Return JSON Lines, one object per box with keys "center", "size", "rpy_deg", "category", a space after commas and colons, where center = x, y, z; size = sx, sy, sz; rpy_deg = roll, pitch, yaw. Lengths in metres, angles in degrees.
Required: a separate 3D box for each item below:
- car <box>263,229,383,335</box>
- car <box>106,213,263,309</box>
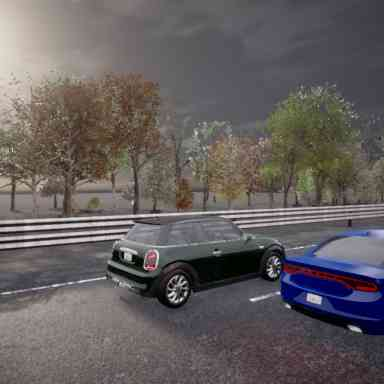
{"center": [3.878, 1.478, 6.509], "size": [5.008, 1.535, 1.882], "rpy_deg": [0, 0, -35], "category": "car"}
{"center": [0.321, 1.352, 8.195], "size": [4.553, 1.767, 2.097], "rpy_deg": [0, 0, -39], "category": "car"}
